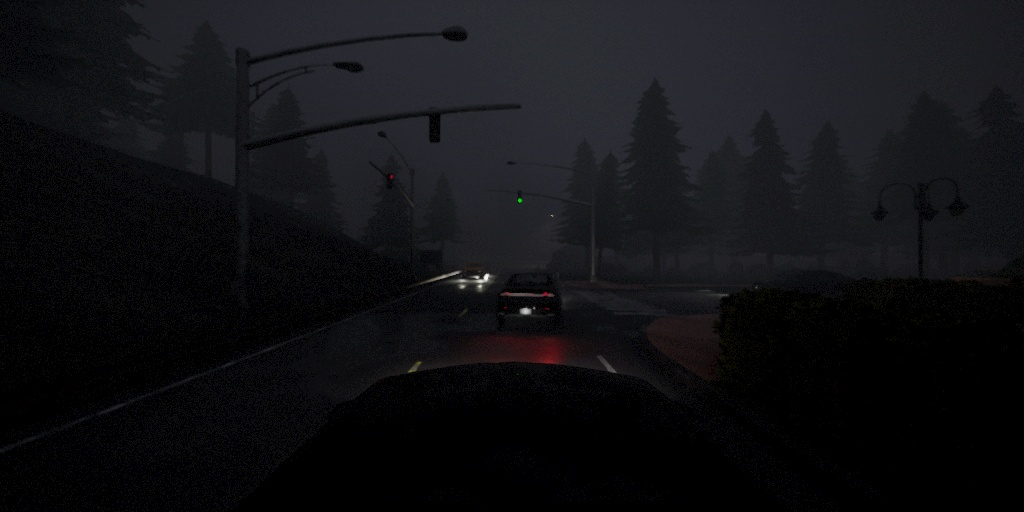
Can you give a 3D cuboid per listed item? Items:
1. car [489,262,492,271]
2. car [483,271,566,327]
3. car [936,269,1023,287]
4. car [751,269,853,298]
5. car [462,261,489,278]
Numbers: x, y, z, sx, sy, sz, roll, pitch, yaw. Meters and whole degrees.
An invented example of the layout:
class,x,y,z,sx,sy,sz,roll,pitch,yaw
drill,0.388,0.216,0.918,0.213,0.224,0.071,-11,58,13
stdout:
class,x,y,z,sx,sy,sz,roll,pitch,yaw
car,-3.555,1.339,44.756,2.128,1.511,4.902,0,0,0
car,0.710,1.296,11.781,2.128,1.511,4.902,0,-1,8
car,26.049,1.430,19.401,5.008,1.535,1.882,0,0,1
car,15.700,1.457,19.470,4.892,1.490,1.837,0,0,0
car,-3.594,1.303,34.634,1.882,1.535,5.008,0,0,0
